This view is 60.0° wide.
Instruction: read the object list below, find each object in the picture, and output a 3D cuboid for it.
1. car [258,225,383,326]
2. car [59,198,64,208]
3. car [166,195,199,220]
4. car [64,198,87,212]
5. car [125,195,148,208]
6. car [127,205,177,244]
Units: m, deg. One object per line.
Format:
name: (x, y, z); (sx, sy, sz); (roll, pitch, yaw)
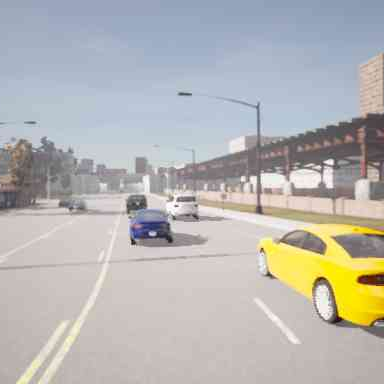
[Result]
car: (2.970, 1.440, 7.185); (1.882, 1.535, 5.008); (0, 0, -8)
car: (-20.405, 1.709, 54.253); (1.882, 1.535, 5.008); (-1, 1, -11)
car: (-0.911, 1.241, 28.429); (2.150, 2.045, 5.566); (-1, 0, -11)
car: (-14.623, 1.704, 42.786); (2.128, 1.511, 4.902); (-1, 0, -11)
car: (-5.965, 1.314, 35.967); (2.150, 2.045, 5.566); (-1, 0, -11)
car: (-2.052, 1.556, 15.959); (1.812, 1.442, 4.674); (-1, 0, -11)
